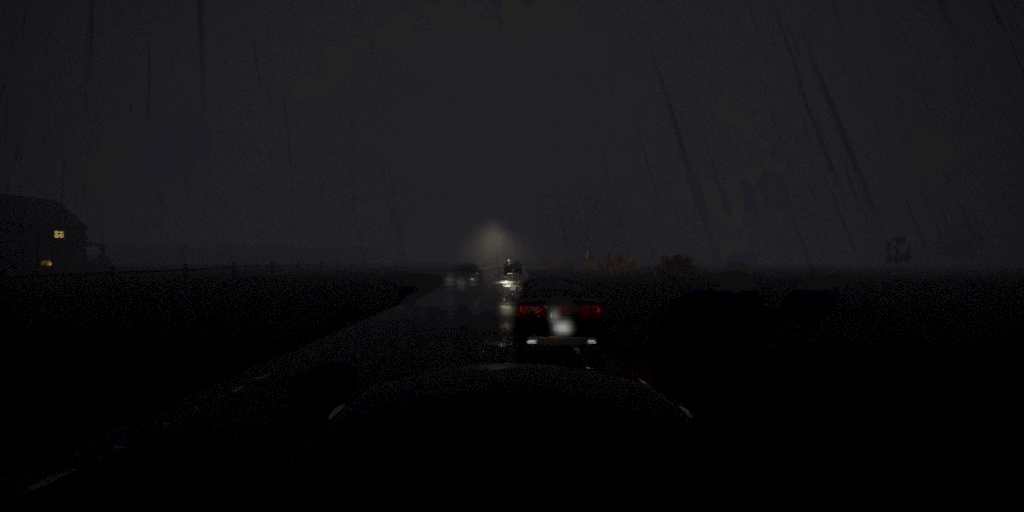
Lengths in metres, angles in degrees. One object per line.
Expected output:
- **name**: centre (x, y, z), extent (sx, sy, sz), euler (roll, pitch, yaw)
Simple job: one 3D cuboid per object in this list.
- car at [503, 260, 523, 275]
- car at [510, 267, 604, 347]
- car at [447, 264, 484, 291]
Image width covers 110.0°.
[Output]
- **car**: centre (0.101, 1.231, 38.678), extent (2.128, 1.511, 4.902), euler (0, 0, 0)
- **car**: centre (0.969, 1.226, 9.317), extent (1.882, 1.535, 5.008), euler (0, 0, 0)
- **car**: centre (-2.740, 1.249, 21.902), extent (1.837, 1.490, 4.892), euler (0, 0, 0)
